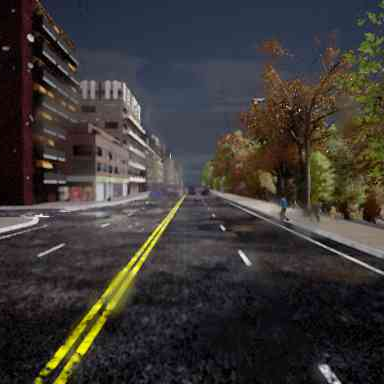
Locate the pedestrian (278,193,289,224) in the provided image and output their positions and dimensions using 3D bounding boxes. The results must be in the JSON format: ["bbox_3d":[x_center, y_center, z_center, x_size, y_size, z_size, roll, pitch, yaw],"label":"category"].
[{"bbox_3d":[5.287,0.905,19.344,0.375,1.860,0.375,0,1,0],"label":"pedestrian"}]

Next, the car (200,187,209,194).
[{"bbox_3d":[3.252,-0.409,84.845,2.097,1.767,4.553,0,1,0],"label":"car"}]

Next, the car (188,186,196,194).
[{"bbox_3d":[0.001,-0.540,84.903,2.150,2.045,5.566,0,1,0],"label":"car"}]

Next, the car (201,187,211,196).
[{"bbox_3d":[3.251,0.019,74.466,1.837,1.490,4.892,0,1,0],"label":"car"}]

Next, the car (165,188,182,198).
[{"bbox_3d":[-3.292,0.378,59.723,1.994,1.385,4.181,0,1,1],"label":"car"}]

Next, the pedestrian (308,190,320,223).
[{"bbox_3d":[6.673,0.776,18.141,0.375,1.860,0.375,0,1,0],"label":"pedestrian"}]

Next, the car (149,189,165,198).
[{"bbox_3d":[-6.541,0.293,59.668,1.882,1.535,5.008,0,1,1],"label":"car"}]

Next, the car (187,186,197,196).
[{"bbox_3d":[0.002,-0.004,74.465,1.882,1.535,5.008,0,1,0],"label":"car"}]

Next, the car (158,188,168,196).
[{"bbox_3d":[-6.500,-0.029,75.471,1.882,1.535,5.008,0,1,0],"label":"car"}]

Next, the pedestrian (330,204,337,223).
[{"bbox_3d":[8.039,1.144,18.748,0.500,1.100,0.500,0,1,0],"label":"pedestrian"}]
